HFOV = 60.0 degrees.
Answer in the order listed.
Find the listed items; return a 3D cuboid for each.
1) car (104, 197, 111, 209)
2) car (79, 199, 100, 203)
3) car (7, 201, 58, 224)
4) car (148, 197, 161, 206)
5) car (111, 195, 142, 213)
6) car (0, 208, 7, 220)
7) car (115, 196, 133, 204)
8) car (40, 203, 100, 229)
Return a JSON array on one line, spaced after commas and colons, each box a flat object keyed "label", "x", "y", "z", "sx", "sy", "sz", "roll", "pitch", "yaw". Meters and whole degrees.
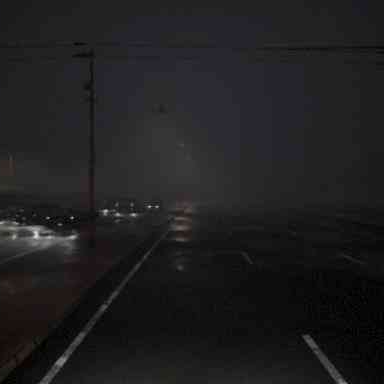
[{"label": "car", "x": -10.184, "y": 1.343, "z": 44.343, "sx": 2.097, "sy": 1.767, "sz": 4.553, "roll": 0, "pitch": 0, "yaw": 3}, {"label": "car", "x": -13.710, "y": 1.590, "z": 43.711, "sx": 1.895, "sy": 1.301, "sz": 4.718, "roll": 0, "pitch": 0, "yaw": 3}, {"label": "car", "x": -11.022, "y": 1.493, "z": 24.399, "sx": 1.837, "sy": 1.490, "sz": 4.892, "roll": 0, "pitch": 1, "yaw": 2}, {"label": "car", "x": -6.168, "y": 1.551, "z": 56.425, "sx": 2.033, "sy": 1.411, "sz": 5.357, "roll": 0, "pitch": 0, "yaw": 2}, {"label": "car", "x": -7.010, "y": 1.345, "z": 36.959, "sx": 2.097, "sy": 1.767, "sz": 4.553, "roll": 0, "pitch": 0, "yaw": 3}, {"label": "car", "x": -14.278, "y": 1.514, "z": 28.343, "sx": 1.812, "sy": 1.442, "sz": 4.674, "roll": 0, "pitch": 0, "yaw": 2}, {"label": "car", "x": -12.907, "y": 1.486, "z": 63.541, "sx": 2.128, "sy": 1.511, "sz": 4.902, "roll": 0, "pitch": 0, "yaw": 2}, {"label": "car", "x": -7.630, "y": 1.595, "z": 21.591, "sx": 1.895, "sy": 1.301, "sz": 4.718, "roll": 0, "pitch": 0, "yaw": 2}]
